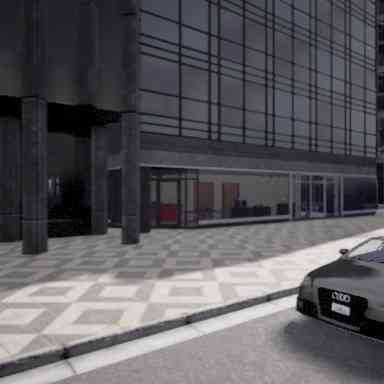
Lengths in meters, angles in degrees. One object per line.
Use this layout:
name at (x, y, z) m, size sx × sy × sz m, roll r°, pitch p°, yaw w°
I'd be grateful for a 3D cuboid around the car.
car at (3.835, 1.555, 6.113) m, size 4.181 × 1.385 × 1.994 m, roll 0°, pitch 0°, yaw -35°
